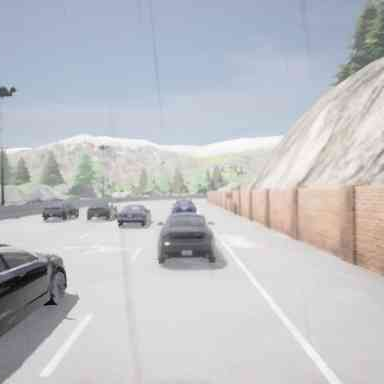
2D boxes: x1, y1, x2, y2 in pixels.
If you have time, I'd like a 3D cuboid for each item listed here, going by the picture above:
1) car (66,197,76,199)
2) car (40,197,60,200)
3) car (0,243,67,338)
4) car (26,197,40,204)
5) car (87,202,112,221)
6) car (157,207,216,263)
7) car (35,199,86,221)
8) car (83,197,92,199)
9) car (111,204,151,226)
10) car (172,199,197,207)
[{"bbox_3d":[-26.078,1.829,71.820,1.994,1.385,4.181,-1,0,4],"label":"car"},{"bbox_3d":[-29.611,1.765,70.673,2.128,1.511,4.902,-1,0,0],"label":"car"},{"bbox_3d":[-3.547,1.529,5.181,2.128,1.511,4.902,-1,0,-1],"label":"car"},{"bbox_3d":[-33.131,1.804,70.131,1.812,1.442,4.674,-1,0,0],"label":"car"},{"bbox_3d":[-7.665,1.590,28.753,1.837,1.490,4.892,-1,0,-1],"label":"car"},{"bbox_3d":[-0.210,1.513,12.109,1.837,1.490,4.892,-1,0,-1],"label":"car"},{"bbox_3d":[-11.164,1.609,28.646,2.128,1.511,4.902,-1,0,-1],"label":"car"},{"bbox_3d":[-22.576,1.780,71.447,1.895,1.301,4.718,-1,0,0],"label":"car"},{"bbox_3d":[-4.035,1.596,23.743,2.033,1.411,5.357,-1,0,-1],"label":"car"},{"bbox_3d":[-0.664,1.371,28.671,2.097,1.767,4.553,-1,0,-1],"label":"car"}]
